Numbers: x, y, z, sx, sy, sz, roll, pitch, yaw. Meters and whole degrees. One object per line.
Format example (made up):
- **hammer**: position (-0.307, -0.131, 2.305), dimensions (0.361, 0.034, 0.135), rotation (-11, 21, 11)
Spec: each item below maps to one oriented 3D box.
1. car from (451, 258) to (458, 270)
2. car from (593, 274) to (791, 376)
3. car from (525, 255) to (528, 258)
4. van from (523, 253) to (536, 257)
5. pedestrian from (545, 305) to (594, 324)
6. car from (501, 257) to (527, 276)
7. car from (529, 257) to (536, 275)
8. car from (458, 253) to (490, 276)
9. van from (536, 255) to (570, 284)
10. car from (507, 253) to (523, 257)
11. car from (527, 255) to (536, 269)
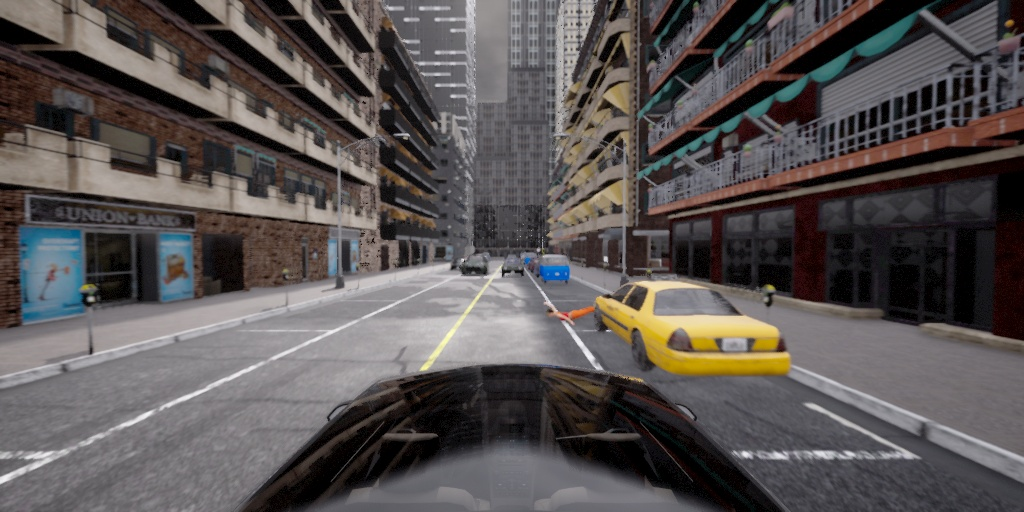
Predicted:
- **car**: position (-5.701, 0.839, 40.040), dimensions (1.948, 1.339, 4.313), rotation (0, 0, 0)
- **car**: position (2.998, 1.135, 7.394), dimensions (1.801, 1.575, 5.366), rotation (0, 1, 0)
- **car**: position (2.680, 0.840, 40.013), dimensions (1.948, 1.339, 4.313), rotation (0, 0, 0)
- **van**: position (2.677, 0.477, 51.217), dimensions (1.690, 1.789, 3.998), rotation (0, 0, 0)
- **pedestrian**: position (1.860, 1.700, 10.378), dimensions (1.860, 0.375, 0.375), rotation (0, -10, -2)
- **car**: position (0.073, 0.987, 30.956), dimensions (1.895, 1.301, 4.718), rotation (0, 1, 0)
- **car**: position (2.683, 0.963, 28.811), dimensions (2.007, 1.370, 4.403), rotation (0, 0, 0)
- **car**: position (-3.094, 0.737, 31.000), dimensions (2.097, 1.767, 4.553), rotation (0, 1, 0)
- **van**: position (2.684, 0.823, 23.209), dimensions (1.690, 1.789, 3.998), rotation (0, 0, 0)
- **car**: position (0.061, 0.550, 46.184), dimensions (2.097, 1.767, 4.553), rotation (0, 1, 0)
- **car**: position (2.681, 0.889, 34.412), dimensions (1.888, 1.381, 4.507), rotation (0, 0, 0)
